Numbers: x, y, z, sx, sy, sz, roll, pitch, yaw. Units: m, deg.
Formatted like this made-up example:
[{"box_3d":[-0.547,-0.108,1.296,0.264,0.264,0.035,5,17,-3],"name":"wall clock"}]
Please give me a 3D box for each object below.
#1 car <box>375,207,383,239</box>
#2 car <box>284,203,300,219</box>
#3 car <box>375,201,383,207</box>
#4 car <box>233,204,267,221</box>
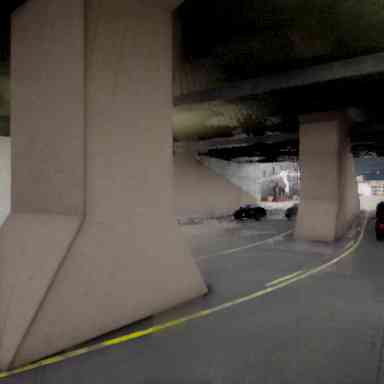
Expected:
[{"box_3d":[10.700,1.674,17.377,1.895,1.301,4.718,0,0,30],"name":"car"},{"box_3d":[10.108,1.698,30.937,2.033,1.411,5.357,0,0,29],"name":"car"},{"box_3d":[19.622,1.619,33.395,1.882,1.535,5.008,0,0,29],"name":"car"},{"box_3d":[5.193,1.717,29.297,1.994,1.385,4.181,0,0,29],"name":"car"}]
